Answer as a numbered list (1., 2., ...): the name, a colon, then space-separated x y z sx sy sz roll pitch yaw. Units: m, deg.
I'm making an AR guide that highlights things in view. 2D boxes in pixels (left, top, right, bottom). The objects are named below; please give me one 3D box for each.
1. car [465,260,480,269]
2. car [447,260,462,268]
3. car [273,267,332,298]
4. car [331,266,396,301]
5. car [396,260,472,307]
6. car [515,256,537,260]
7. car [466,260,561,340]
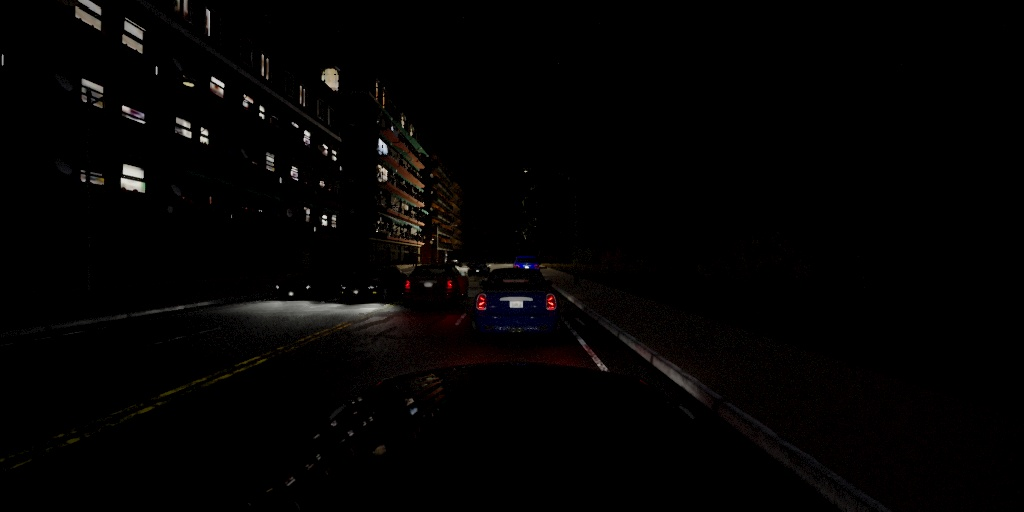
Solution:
1. car: -6.552 1.353 59.773 1.895 1.301 4.718 0 0 0
2. car: -9.793 1.317 61.223 1.994 1.385 4.181 0 0 0
3. car: -9.841 1.300 18.626 2.033 1.411 5.357 0 0 0
4. car: -6.594 1.257 17.547 1.837 1.490 4.892 0 0 0
5. car: -3.140 1.106 15.514 2.097 1.767 4.553 0 0 0
6. car: 1.151 0.979 30.115 2.150 2.045 5.566 0 0 0
7. car: 0.103 1.104 10.162 2.097 1.767 4.553 0 0 0
